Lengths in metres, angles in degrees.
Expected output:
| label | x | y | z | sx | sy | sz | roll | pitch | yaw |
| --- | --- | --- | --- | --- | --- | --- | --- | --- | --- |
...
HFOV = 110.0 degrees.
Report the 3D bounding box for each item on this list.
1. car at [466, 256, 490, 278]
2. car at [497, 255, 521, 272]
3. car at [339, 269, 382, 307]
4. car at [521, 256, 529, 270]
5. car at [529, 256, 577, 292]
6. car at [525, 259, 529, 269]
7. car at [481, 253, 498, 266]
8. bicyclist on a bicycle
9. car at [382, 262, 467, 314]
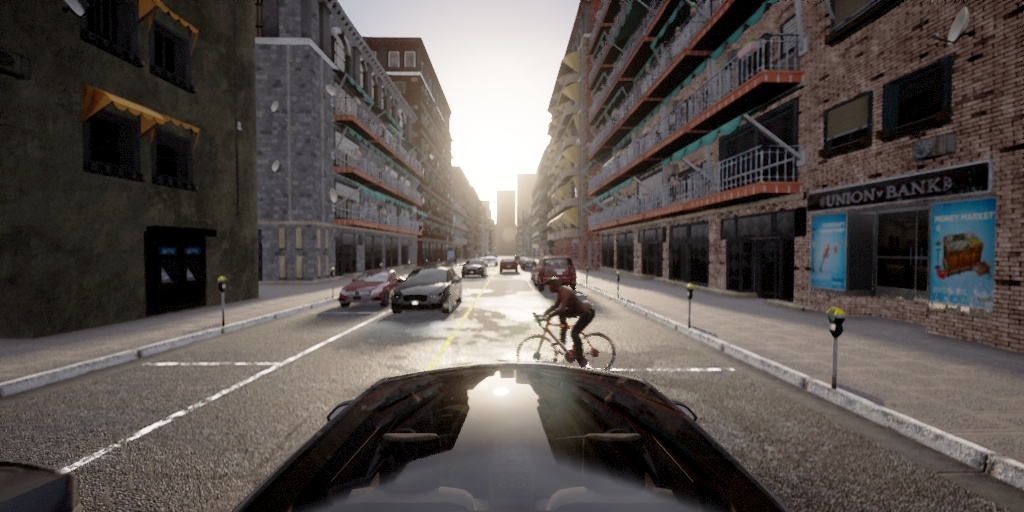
| label | x | y | z | sx | sy | sz | roll | pitch | yaw |
| --- | --- | --- | --- | --- | --- | --- | --- | --- | --- |
| car | -3.124 | 1.012 | 30.207 | 1.837 | 1.490 | 4.892 | 0 | 0 | 0 |
| car | -0.343 | 0.910 | 38.920 | 1.882 | 1.535 | 5.008 | 0 | 0 | -1 |
| car | -5.457 | 1.219 | 14.681 | 1.802 | 1.307 | 4.207 | 0 | 0 | -1 |
| car | 2.058 | 0.967 | 42.714 | 1.948 | 1.339 | 4.313 | 0 | 0 | -1 |
| car | 2.327 | 0.906 | 20.059 | 2.192 | 1.841 | 5.009 | 0 | 0 | -1 |
| car | 2.260 | 1.093 | 25.723 | 2.007 | 1.370 | 4.403 | 0 | 0 | -1 |
| car | -3.475 | 0.504 | 57.819 | 2.150 | 2.045 | 5.566 | 0 | 0 | 0 |
| bicyclist on a bicycle | 0.877 | 1.163 | 5.922 | 1.656 | 1.620 | 0.582 | -2 | 1 | -1 |
| car | -2.973 | 1.154 | 13.293 | 1.837 | 1.490 | 4.892 | 0 | 1 | -1 |
